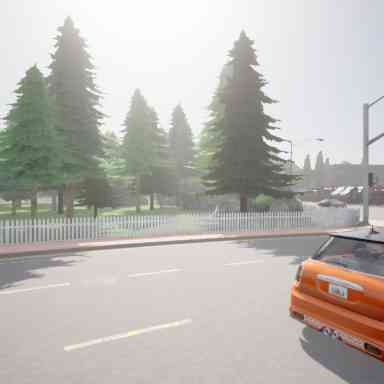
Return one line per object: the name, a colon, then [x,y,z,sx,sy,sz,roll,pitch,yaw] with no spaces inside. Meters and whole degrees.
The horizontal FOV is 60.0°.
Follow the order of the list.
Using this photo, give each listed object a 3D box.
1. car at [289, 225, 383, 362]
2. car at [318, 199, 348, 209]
car: [3.877,1.352,5.417,4.553,1.767,2.097,0,0,-26]
car: [17.971,1.581,42.639,1.812,1.442,4.674,0,0,-8]
